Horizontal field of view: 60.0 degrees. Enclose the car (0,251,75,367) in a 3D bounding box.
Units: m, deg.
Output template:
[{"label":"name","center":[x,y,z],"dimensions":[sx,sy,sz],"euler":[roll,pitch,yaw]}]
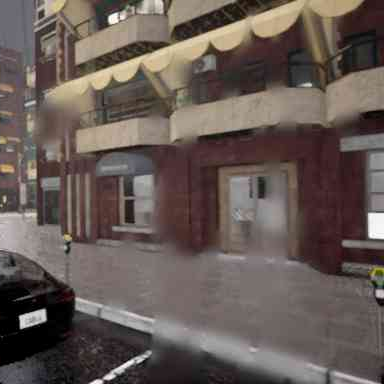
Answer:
[{"label":"car","center":[-3.659,1.631,5.340],"dimensions":[4.313,1.339,1.947],"euler":[-1,-1,36]}]
